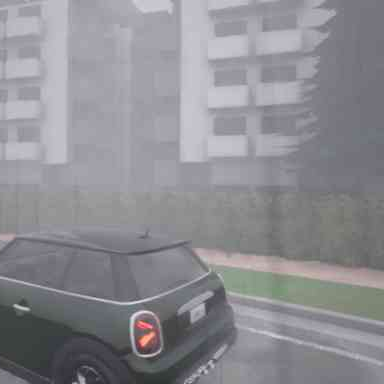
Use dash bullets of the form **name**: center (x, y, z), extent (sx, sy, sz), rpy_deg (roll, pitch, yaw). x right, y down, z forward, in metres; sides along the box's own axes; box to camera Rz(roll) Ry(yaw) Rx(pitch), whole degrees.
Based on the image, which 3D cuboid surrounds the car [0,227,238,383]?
- **car**: center (-1.751, 1.280, 4.657), extent (4.553, 1.767, 2.097), rpy_deg (1, 1, 31)
